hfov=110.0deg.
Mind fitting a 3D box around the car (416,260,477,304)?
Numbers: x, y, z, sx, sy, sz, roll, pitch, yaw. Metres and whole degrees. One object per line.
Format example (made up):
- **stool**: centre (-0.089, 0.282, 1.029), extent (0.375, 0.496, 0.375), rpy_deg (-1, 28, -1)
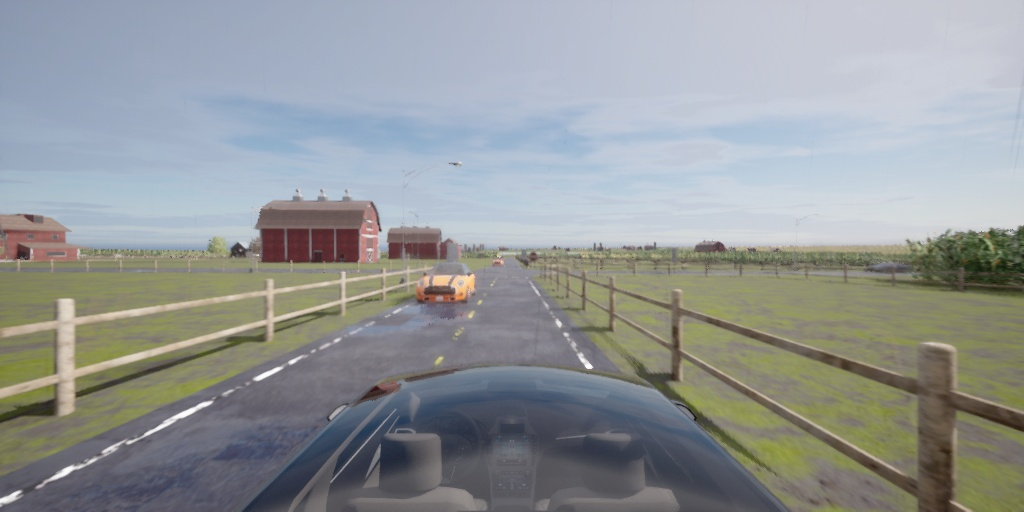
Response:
- **car**: centre (-2.839, 1.085, 16.282), extent (2.097, 1.767, 4.553), rpy_deg (0, 0, 0)
